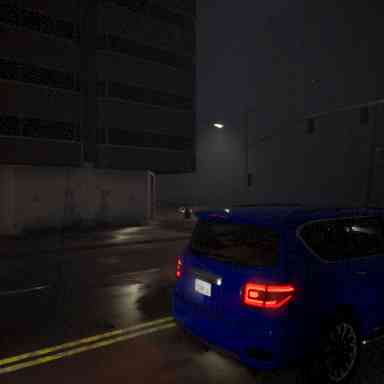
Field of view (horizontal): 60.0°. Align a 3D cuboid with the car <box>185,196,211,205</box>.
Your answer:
[{"bbox_3d":[1.007,1.472,57.819,1.882,1.535,5.008,0,0,-36],"label":"car"}]

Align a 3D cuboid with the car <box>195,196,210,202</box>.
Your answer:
[{"bbox_3d":[0.165,1.347,53.030,2.097,1.767,4.553,0,0,-36],"label":"car"}]

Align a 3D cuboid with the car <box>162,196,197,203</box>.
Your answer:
[{"bbox_3d":[-2.085,1.543,43.946,2.033,1.411,5.357,0,0,-36],"label":"car"}]

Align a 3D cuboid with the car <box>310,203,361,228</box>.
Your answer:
[{"bbox_3d":[9.859,1.560,23.254,1.994,1.385,4.181,0,0,4],"label":"car"}]

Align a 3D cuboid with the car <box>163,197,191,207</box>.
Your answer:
[{"bbox_3d":[-2.373,1.502,50.315,1.837,1.490,4.892,0,-1,-36],"label":"car"}]

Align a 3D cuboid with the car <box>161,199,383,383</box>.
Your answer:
[{"bbox_3d":[2.328,1.221,5.469,5.566,2.045,2.150,0,0,-35],"label":"car"}]

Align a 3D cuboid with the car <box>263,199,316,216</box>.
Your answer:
[{"bbox_3d":[9.777,1.487,33.631,2.128,1.511,4.902,0,0,-36],"label":"car"}]
